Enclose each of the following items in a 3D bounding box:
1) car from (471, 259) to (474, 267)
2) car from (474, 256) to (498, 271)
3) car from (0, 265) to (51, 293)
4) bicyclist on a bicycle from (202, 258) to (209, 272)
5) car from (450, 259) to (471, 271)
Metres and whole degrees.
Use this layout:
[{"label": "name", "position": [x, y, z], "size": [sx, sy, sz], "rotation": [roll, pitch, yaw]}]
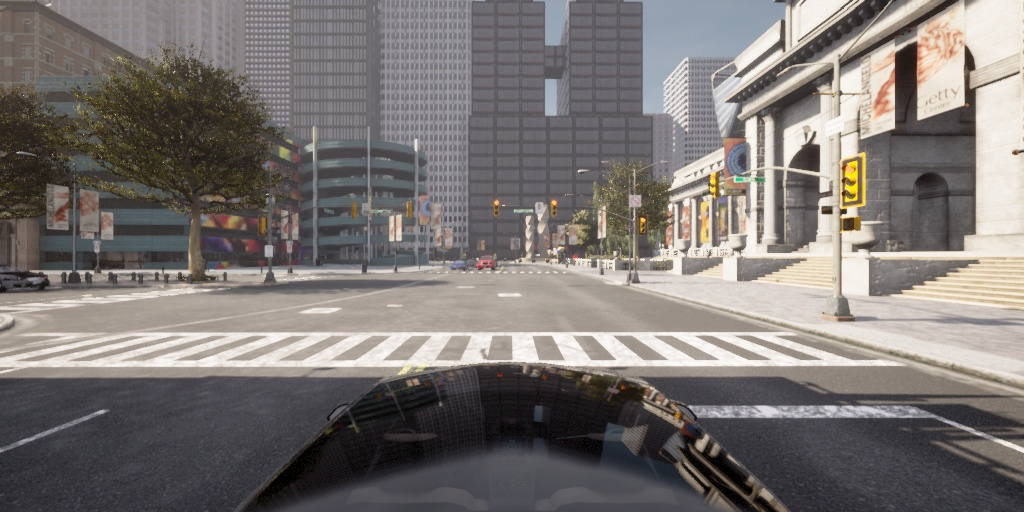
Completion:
[{"label": "car", "position": [-6.964, 1.246, 61.038], "size": [1.837, 1.490, 4.892], "rotation": [0, 1, 1]}, {"label": "car", "position": [-3.499, 0.967, 49.580], "size": [2.150, 2.045, 5.566], "rotation": [0, 0, 0]}, {"label": "car", "position": [-29.161, 1.240, 20.161], "size": [4.902, 1.511, 2.128], "rotation": [0, 0, 0]}, {"label": "bicyclist on a bicycle", "position": [-34.155, 1.047, 39.630], "size": [0.582, 1.620, 1.656], "rotation": [0, 0, 0]}, {"label": "car", "position": [-6.999, 1.271, 48.072], "size": [1.812, 1.442, 4.674], "rotation": [0, 0, 0]}]
